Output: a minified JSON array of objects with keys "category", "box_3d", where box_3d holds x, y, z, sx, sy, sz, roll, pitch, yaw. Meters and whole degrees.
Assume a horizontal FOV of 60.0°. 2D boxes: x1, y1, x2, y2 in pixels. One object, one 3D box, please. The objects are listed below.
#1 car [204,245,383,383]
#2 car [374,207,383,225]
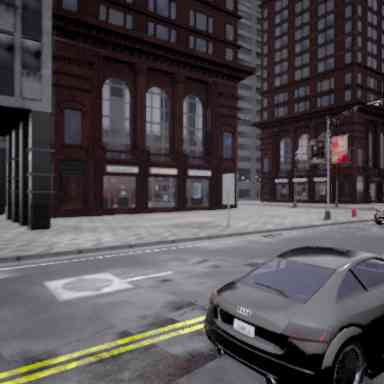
[{"category":"car","box_3d":[2.235,1.531,5.036,4.181,1.385,1.994,-1,0,-36]},{"category":"car","box_3d":[13.693,1.222,21.383,4.553,1.767,2.097,0,0,-35]}]
